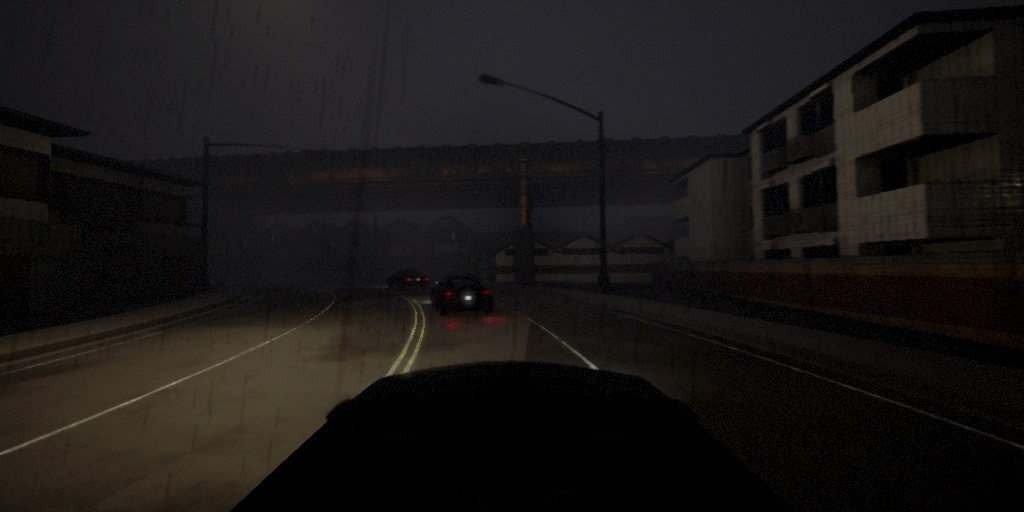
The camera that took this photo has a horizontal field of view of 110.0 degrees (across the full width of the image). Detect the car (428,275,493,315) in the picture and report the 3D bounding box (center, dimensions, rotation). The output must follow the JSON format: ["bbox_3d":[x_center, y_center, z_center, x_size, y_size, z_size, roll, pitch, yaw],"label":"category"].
[{"bbox_3d":[-2.132,1.476,14.580,1.994,1.385,4.181,0,-1,-17],"label":"car"}]

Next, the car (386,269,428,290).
[{"bbox_3d":[-7.791,1.701,26.584,2.033,1.411,5.357,1,-2,-34],"label":"car"}]
